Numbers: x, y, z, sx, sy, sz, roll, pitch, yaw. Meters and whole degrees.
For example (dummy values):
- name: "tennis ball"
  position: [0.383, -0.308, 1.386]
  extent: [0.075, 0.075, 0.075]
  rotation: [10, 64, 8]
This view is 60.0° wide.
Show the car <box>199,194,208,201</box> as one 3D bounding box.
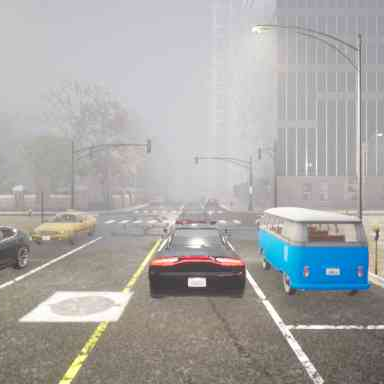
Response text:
- name: "car"
  position: [2.786, 1.388, 80.620]
  extent: [1.967, 1.590, 4.097]
  rotation: [0, 0, 0]

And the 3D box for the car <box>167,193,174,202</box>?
- name: "car"
  position: [-5.608, 1.276, 69.271]
  extent: [2.192, 1.841, 5.009]
  rotation: [0, 0, 0]

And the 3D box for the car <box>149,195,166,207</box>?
- name: "car"
  position: [-5.629, 1.517, 52.222]
  extent: [1.887, 1.381, 4.507]
  rotation: [0, 0, 0]

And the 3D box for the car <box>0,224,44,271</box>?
- name: "car"
  position: [-5.761, 1.562, 8.417]
  extent: [1.947, 1.339, 4.313]
  rotation: [0, 0, 0]

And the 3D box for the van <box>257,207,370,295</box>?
- name: "van"
  position: [2.783, 1.337, 8.408]
  extent: [1.690, 1.788, 3.998]
  rotation: [0, 0, 0]

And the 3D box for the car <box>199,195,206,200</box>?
- name: "car"
  position: [2.799, 1.452, 92.156]
  extent: [1.752, 1.417, 4.829]
  rotation: [0, 0, 0]

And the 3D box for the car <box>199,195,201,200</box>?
- name: "car"
  position: [2.778, 1.521, 74.939]
  extent: [1.947, 1.339, 4.313]
  rotation: [0, 0, 0]

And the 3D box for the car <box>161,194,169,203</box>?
- name: "car"
  position: [-5.623, 1.520, 57.904]
  extent: [2.008, 1.369, 4.403]
  rotation: [0, 0, 0]

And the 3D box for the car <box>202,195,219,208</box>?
- name: "car"
  position: [2.746, 1.416, 46.534]
  extent: [1.967, 1.590, 4.097]
  rotation: [0, 0, 0]

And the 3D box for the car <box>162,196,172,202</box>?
- name: "car"
  position: [-5.603, 1.537, 74.953]
  extent: [1.802, 1.307, 4.206]
  rotation: [0, 0, 0]

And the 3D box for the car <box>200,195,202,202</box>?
- name: "car"
  position: [2.752, 1.538, 52.214]
  extent: [1.947, 1.339, 4.313]
  rotation: [0, 0, 0]

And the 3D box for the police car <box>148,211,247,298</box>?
- name: "police car"
  position: [0.106, 1.501, 8.593]
  extent: [2.038, 1.542, 4.974]
  rotation: [0, 0, 0]

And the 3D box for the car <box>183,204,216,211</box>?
- name: "car"
  position: [0.119, 1.555, 17.556]
  extent: [1.994, 1.385, 4.181]
  rotation: [0, 0, 0]

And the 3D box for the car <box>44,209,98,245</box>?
- name: "car"
  position: [-5.801, 1.518, 15.651]
  extent: [1.752, 1.417, 4.829]
  rotation: [0, 0, 0]
